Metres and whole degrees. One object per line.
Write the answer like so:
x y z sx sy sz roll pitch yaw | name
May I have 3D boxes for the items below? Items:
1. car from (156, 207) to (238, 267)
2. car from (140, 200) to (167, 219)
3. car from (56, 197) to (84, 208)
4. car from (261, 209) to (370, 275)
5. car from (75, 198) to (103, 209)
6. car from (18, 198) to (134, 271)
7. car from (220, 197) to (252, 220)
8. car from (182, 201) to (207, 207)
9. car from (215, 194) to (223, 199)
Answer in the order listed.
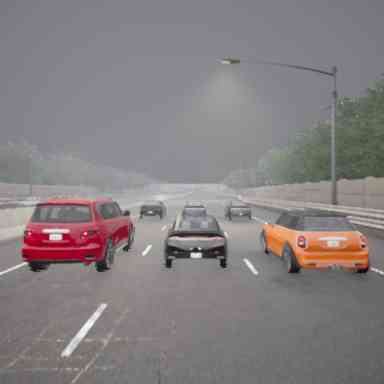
0.120 1.480 11.324 2.128 1.511 4.902 0 0 0 | car
-3.300 1.447 28.924 1.882 1.535 5.008 0 0 0 | car
-17.280 1.499 47.465 2.033 1.411 5.357 0 0 1 | car
3.618 1.341 10.626 2.097 1.767 4.553 0 0 0 | car
-13.818 1.501 45.059 2.033 1.411 5.357 0 0 1 | car
-3.382 1.210 10.961 2.150 2.045 5.566 0 0 0 | car
3.691 1.463 27.381 2.128 1.511 4.902 0 0 0 | car
0.190 1.463 27.407 2.128 1.511 4.902 0 0 0 | car
7.808 1.335 94.669 1.812 1.442 4.674 0 0 3 | car
